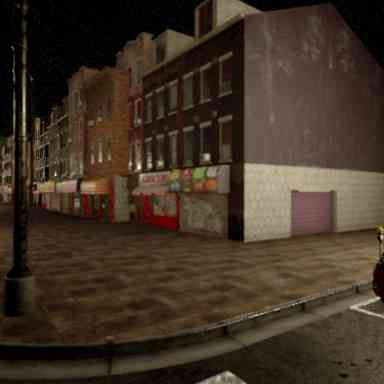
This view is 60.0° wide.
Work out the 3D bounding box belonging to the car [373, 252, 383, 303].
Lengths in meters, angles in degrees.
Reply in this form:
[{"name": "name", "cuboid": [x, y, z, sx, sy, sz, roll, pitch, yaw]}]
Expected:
[{"name": "car", "cuboid": [5.870, 1.383, 7.007, 5.009, 1.841, 2.192, 1, -1, -35]}]
